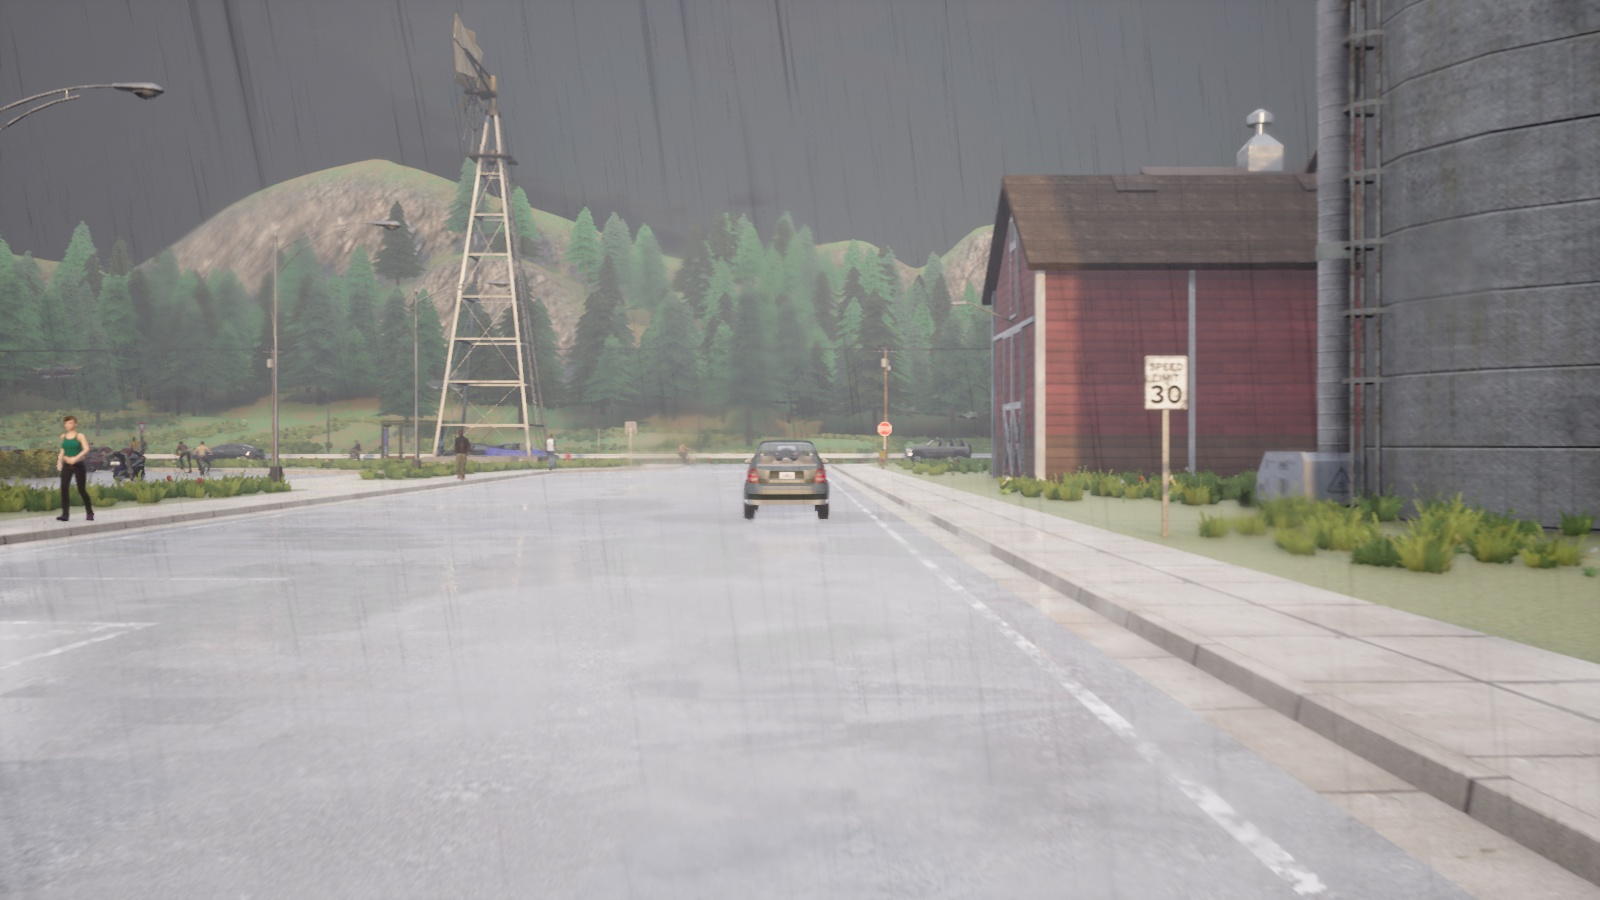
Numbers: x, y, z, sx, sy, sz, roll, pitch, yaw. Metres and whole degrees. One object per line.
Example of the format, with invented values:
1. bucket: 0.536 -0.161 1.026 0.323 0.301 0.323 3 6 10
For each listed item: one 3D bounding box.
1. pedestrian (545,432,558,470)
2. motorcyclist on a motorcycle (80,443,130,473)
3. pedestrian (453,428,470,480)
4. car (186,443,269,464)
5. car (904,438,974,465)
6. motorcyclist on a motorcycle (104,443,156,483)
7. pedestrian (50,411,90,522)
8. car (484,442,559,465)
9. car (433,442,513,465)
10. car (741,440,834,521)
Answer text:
1. pedestrian: -12.114 0.049 61.254 0.354 1.836 0.706 0 0 16
2. motorcyclist on a motorcycle: -35.586 0.397 64.288 2.191 1.530 0.866 0 0 10
3. pedestrian: -12.147 0.140 45.050 0.431 1.840 0.703 0 0 0
4. car: -39.582 0.236 86.909 4.892 1.490 1.837 0 0 -4
5. car: 9.572 0.080 86.712 4.605 1.855 1.932 0 0 1
6. motorcyclist on a motorcycle: -26.373 0.486 49.460 0.866 1.530 2.191 0 0 0
7. pedestrian: -12.335 0.274 21.217 0.345 1.836 0.594 0 0 -3
8. car: -18.472 0.211 83.423 4.514 1.525 2.007 0 0 0
9. car: -22.618 0.220 86.954 5.008 1.535 1.882 0 0 0
10. car: -0.257 0.579 25.896 1.789 1.549 3.705 0 0 -1
